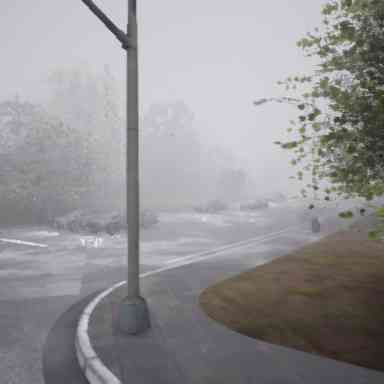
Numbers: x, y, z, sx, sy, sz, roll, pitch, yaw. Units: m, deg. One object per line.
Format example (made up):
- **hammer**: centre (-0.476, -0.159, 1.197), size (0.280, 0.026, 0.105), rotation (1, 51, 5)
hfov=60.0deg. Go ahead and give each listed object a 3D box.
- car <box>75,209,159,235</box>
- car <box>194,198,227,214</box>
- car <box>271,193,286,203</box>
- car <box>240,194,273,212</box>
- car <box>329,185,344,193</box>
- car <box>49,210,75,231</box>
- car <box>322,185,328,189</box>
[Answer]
- **car**: centre (-4.459, 1.813, 21.513), size (2.033, 1.411, 5.357), rotation (-1, 0, 36)
- **car**: centre (2.063, 1.498, 36.422), size (1.837, 1.490, 4.892), rotation (-1, 1, 36)
- **car**: centre (12.771, 0.857, 50.995), size (2.033, 1.411, 5.357), rotation (-1, 2, 36)
- **car**: centre (7.047, 1.337, 37.317), size (1.812, 1.442, 4.674), rotation (-1, 2, 36)
- **car**: centre (33.008, -0.607, 74.815), size (2.128, 1.511, 4.902), rotation (-1, 2, 11)
- **car**: centre (-7.650, 1.882, 23.075), size (1.994, 1.385, 4.181), rotation (-1, 0, 36)
- **car**: centre (34.756, -1.156, 84.755), size (1.882, 1.535, 5.008), rotation (0, 2, 1)
